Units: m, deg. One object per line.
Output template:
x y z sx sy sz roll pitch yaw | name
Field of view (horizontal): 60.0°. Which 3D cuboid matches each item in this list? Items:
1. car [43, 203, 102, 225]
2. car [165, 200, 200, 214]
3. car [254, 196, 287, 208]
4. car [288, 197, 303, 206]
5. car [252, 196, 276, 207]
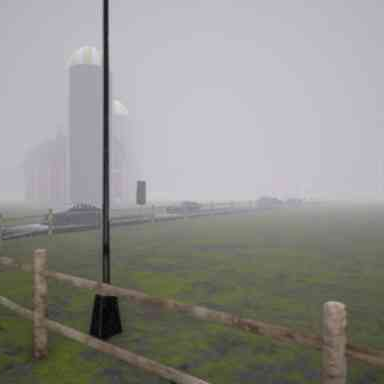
-8.514 1.525 24.102 1.994 1.385 4.181 0 0 36 | car
-0.923 1.509 34.698 1.994 1.385 4.181 0 0 36 | car
11.013 1.495 46.390 2.033 1.411 5.357 0 0 36 | car
16.550 1.502 54.207 1.994 1.385 4.181 0 0 36 | car
11.250 1.442 51.534 1.837 1.490 4.892 0 0 36 | car
